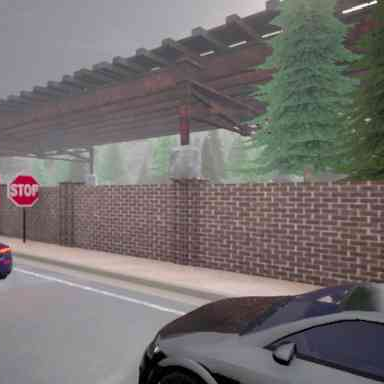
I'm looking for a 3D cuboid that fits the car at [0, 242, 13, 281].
[{"bbox_3d":[-6.405,1.525,8.561,4.674,1.442,1.812,0,0,36],"label":"car"}]

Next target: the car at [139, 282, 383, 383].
[{"bbox_3d":[1.514,1.563,2.908,4.181,1.385,1.994,0,0,36],"label":"car"}]
